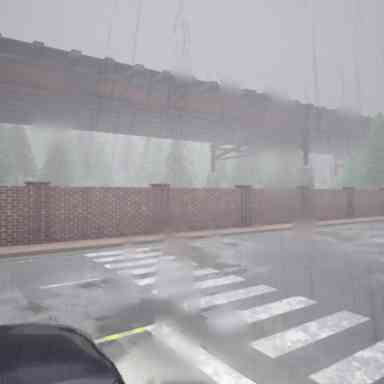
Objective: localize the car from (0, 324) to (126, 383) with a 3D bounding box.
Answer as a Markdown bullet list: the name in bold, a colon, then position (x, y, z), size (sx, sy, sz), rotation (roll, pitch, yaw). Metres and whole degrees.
- **car**: position (-2.439, 1.564, 2.006), size (4.181, 1.385, 1.994), rotation (0, 0, -35)
